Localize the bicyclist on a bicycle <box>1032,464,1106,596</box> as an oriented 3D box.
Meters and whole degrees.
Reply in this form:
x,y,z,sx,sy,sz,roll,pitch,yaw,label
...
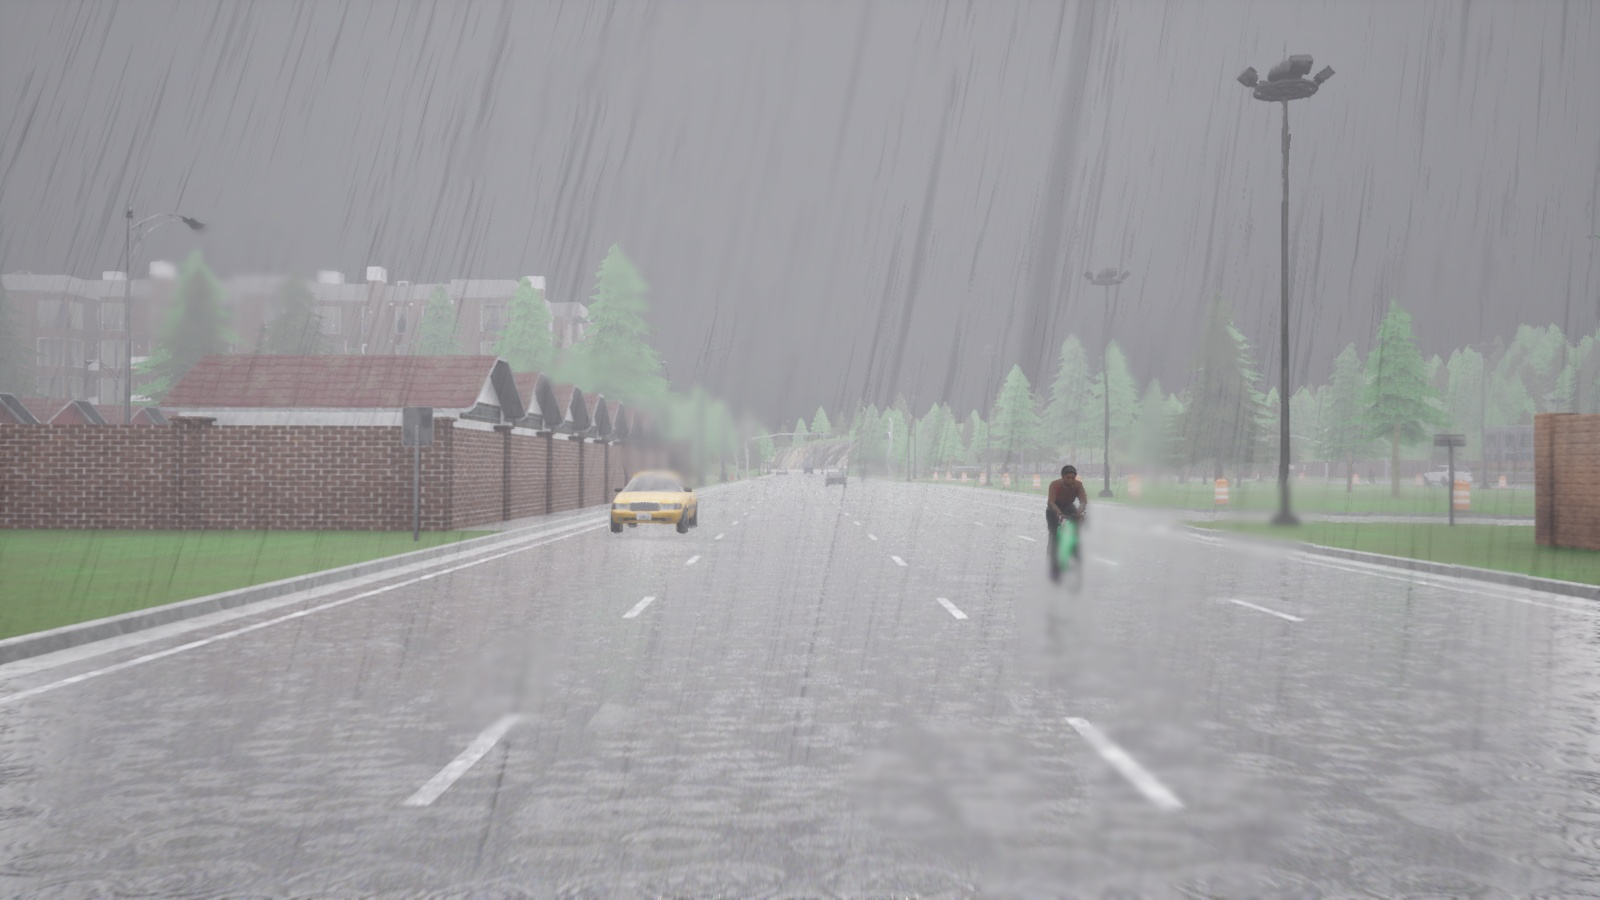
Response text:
x,y,z,sx,sy,sz,roll,pitch,yaw,label
3.458,0.993,16.267,0.582,1.620,1.656,0,-1,0,bicyclist on a bicycle

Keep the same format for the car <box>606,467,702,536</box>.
x,y,z,sx,sy,sz,roll,pitch,yaw,label
-3.581,1.234,31.619,1.801,1.575,5.366,0,-1,0,car
